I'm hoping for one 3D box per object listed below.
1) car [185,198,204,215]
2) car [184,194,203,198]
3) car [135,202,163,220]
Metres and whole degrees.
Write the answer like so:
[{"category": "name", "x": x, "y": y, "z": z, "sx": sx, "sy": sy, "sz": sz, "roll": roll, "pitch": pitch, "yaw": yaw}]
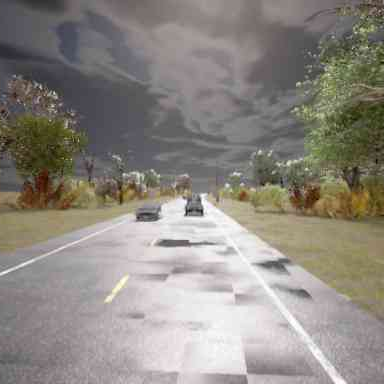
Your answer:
[{"category": "car", "x": 0.230, "y": 1.634, "z": 34.642, "sx": 1.895, "sy": 1.301, "sz": 4.718, "roll": 0, "pitch": 0, "yaw": 0}, {"category": "car", "x": 0.347, "y": 1.269, "z": 48.677, "sx": 2.150, "sy": 2.045, "sz": 5.566, "roll": 0, "pitch": 0, "yaw": 1}, {"category": "car", "x": -3.554, "y": 1.574, "z": 28.446, "sx": 2.033, "sy": 1.411, "sz": 5.357, "roll": 0, "pitch": 0, "yaw": 0}]
